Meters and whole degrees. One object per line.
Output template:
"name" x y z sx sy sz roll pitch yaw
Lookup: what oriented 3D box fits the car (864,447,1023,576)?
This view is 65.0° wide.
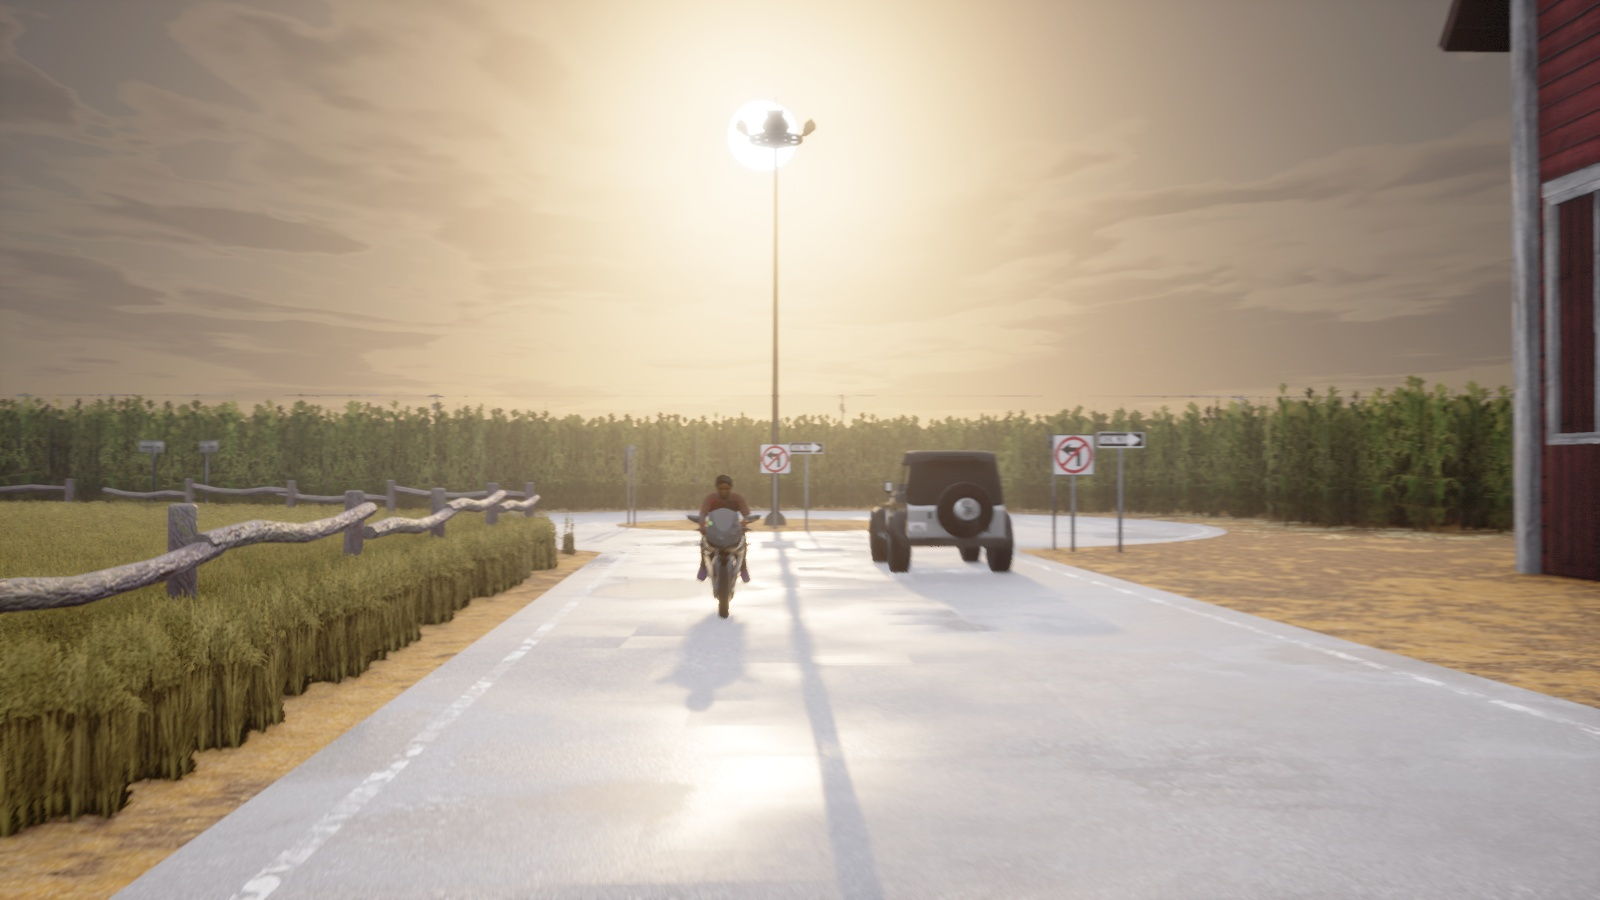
"car" 2.210 0.939 20.427 1.905 1.878 3.866 0 -1 -4

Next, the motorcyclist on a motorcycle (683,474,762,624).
"motorcyclist on a motorcycle" -0.855 1.035 13.894 0.797 1.523 2.044 0 -1 -3
